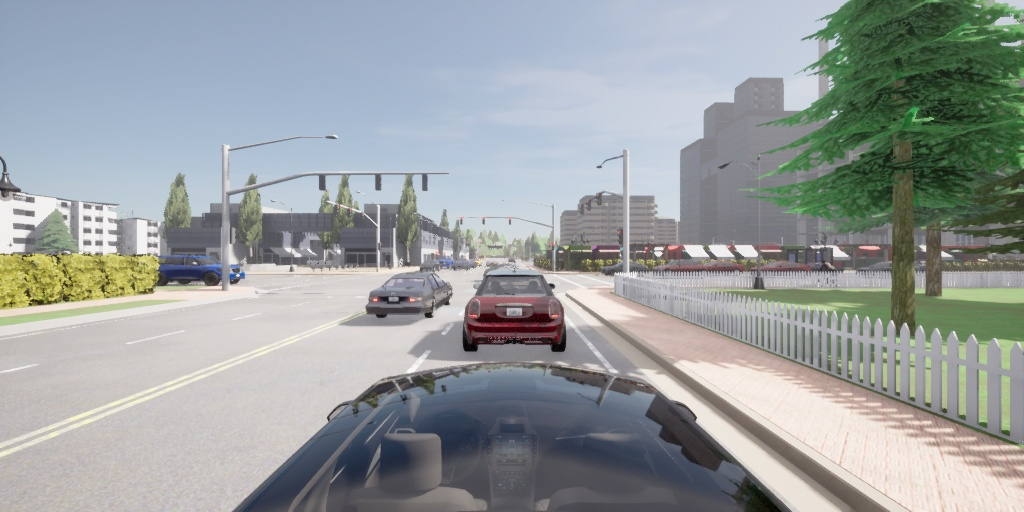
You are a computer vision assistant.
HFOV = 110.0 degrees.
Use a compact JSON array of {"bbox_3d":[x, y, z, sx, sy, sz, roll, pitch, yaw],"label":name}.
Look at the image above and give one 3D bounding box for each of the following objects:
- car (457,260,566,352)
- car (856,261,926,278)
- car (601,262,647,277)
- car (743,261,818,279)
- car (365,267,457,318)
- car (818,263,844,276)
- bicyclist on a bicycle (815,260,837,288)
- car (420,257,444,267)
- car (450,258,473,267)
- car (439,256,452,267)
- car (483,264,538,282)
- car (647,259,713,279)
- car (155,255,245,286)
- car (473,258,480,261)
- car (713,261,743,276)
[{"bbox_3d":[0.063,1.102,9.079,2.097,1.767,4.553,0,0,0],"label":"car"},{"bbox_3d":[34.349,1.255,32.806,4.892,1.490,1.837,0,0,-1],"label":"car"},{"bbox_3d":[11.225,1.276,35.716,4.674,1.442,1.812,0,0,-1],"label":"car"},{"bbox_3d":[24.287,1.228,32.561,5.008,1.535,1.882,0,0,-1],"label":"car"},{"bbox_3d":[-3.420,1.297,12.913,2.033,1.411,5.357,0,0,0],"label":"car"},{"bbox_3d":[30.449,1.351,36.217,4.718,1.301,1.895,0,0,-1],"label":"car"},{"bbox_3d":[18.788,1.052,21.438,0.582,1.620,1.656,0,0,-1],"label":"bicyclist on a bicycle"},{"bbox_3d":[-10.609,1.255,46.508,1.837,1.490,4.892,0,0,0],"label":"car"},{"bbox_3d":[-7.108,1.314,51.085,1.994,1.385,4.181,0,0,0],"label":"car"},{"bbox_3d":[-10.602,0.972,56.369,2.150,2.045,5.566,0,0,0],"label":"car"},{"bbox_3d":[-0.146,1.314,28.324,4.181,1.385,1.994,0,0,-1],"label":"car"},{"bbox_3d":[15.074,1.102,32.329,4.553,1.767,2.097,0,0,-1],"label":"car"},{"bbox_3d":[-21.462,0.971,24.363,5.566,2.045,2.150,0,0,-2],"label":"car"},{"bbox_3d":[-7.093,1.297,60.328,2.033,1.411,5.357,0,0,0],"label":"car"},{"bbox_3d":[20.550,1.228,35.971,5.008,1.535,1.882,0,0,-1],"label":"car"}]
